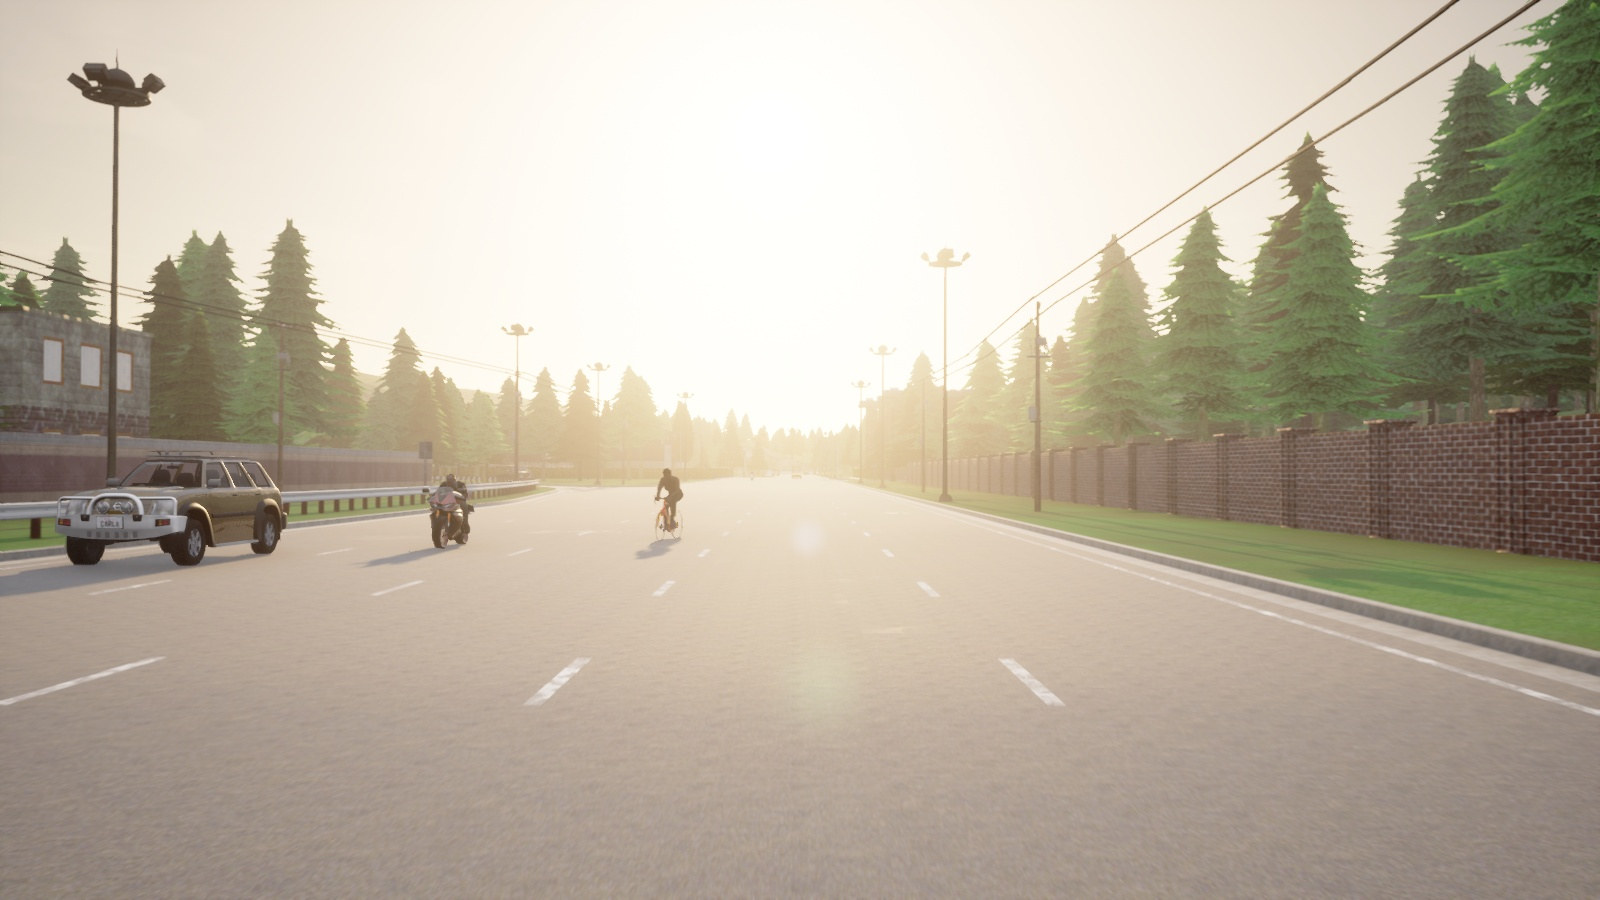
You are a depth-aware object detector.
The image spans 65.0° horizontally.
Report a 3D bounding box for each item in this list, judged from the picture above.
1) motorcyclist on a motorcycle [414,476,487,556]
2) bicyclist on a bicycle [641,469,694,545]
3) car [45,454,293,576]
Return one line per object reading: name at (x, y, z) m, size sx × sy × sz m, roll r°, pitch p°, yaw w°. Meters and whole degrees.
motorcyclist on a motorcycle at (-7.061, 1.305, 25.487) m, size 0.866 × 1.530 × 2.191 m, roll 0°, pitch -1°, yaw 0°
bicyclist on a bicycle at (-2.944, 1.250, 28.063) m, size 0.582 × 1.620 × 1.656 m, roll 1°, pitch 0°, yaw 16°
car at (-10.553, 1.033, 21.468) m, size 1.932 × 1.855 × 4.605 m, roll 0°, pitch -1°, yaw 0°
